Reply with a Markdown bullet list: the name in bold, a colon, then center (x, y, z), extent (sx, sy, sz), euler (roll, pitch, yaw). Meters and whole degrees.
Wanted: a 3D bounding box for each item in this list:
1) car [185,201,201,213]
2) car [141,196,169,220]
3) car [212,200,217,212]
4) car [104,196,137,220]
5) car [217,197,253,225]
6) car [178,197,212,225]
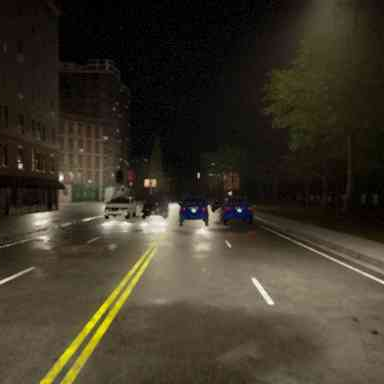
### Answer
- **car**: center (0.146, 1.891, 42.648), extent (1.895, 1.301, 4.718), euler (0, 0, 0)
- **car**: center (-3.313, 1.437, 31.029), extent (2.150, 2.045, 5.566), euler (0, 0, 0)
- **car**: center (3.394, 1.795, 42.771), extent (1.837, 1.490, 4.892), euler (0, -1, 0)
- **car**: center (-6.563, 1.436, 31.040), extent (2.150, 2.045, 5.566), euler (0, 0, 0)
- **car**: center (3.368, 1.404, 25.937), extent (2.150, 2.045, 5.566), euler (0, 0, 1)
- **car**: center (0.119, 1.400, 25.564), extent (2.150, 2.045, 5.566), euler (0, 0, 0)
